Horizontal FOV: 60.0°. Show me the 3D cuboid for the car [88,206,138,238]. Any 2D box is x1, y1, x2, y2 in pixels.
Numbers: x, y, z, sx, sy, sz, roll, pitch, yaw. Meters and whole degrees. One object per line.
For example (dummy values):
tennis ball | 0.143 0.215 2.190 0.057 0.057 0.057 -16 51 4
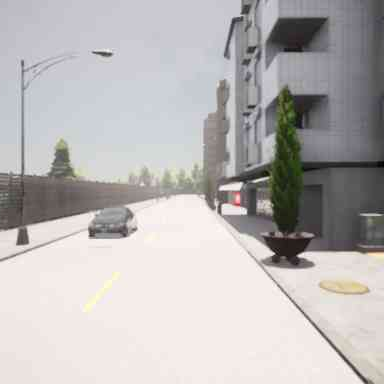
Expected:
car | -3.993 1.470 17.484 1.812 1.442 4.674 0 0 0
